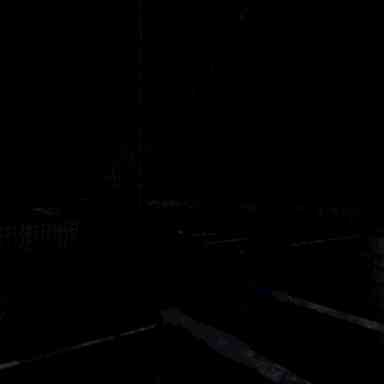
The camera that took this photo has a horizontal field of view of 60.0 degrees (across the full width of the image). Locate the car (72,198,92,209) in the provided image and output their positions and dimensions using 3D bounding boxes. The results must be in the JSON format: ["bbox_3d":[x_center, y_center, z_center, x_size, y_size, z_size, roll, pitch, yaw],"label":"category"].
[{"bbox_3d":[-15.339,1.549,46.428,1.812,1.442,4.674,0,0,-32],"label":"car"}]

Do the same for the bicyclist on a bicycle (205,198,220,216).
[{"bbox_3d":[1.796,1.326,29.070,1.656,1.620,0.582,0,0,-36],"label":"bicyclist on a bicycle"}]
